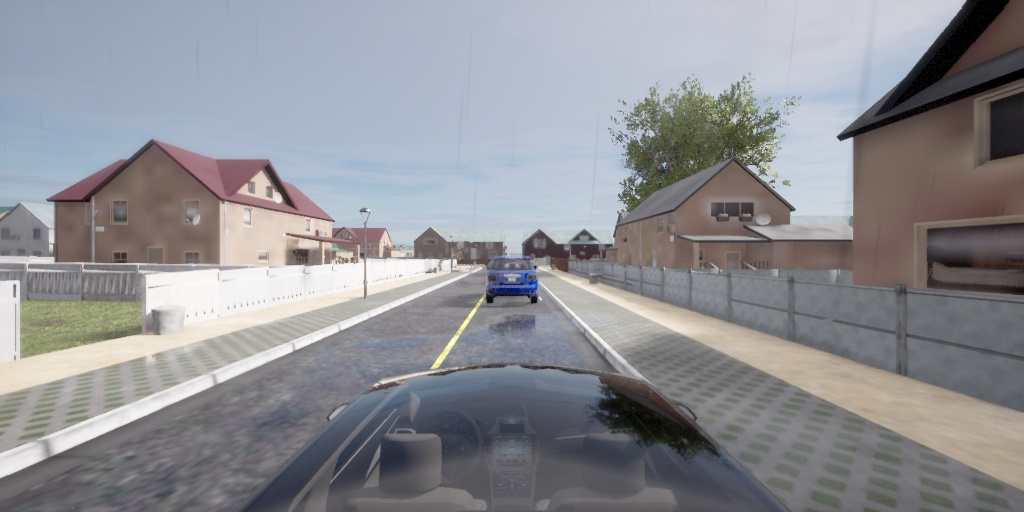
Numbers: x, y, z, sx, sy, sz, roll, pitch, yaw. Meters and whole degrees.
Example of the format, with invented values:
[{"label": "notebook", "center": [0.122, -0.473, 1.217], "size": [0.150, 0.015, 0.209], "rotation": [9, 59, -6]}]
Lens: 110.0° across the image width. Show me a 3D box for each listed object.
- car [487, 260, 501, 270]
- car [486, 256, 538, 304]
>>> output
[{"label": "car", "center": [-2.750, 1.344, 55.499], "size": [1.994, 1.385, 4.181], "rotation": [0, 0, 0]}, {"label": "car", "center": [0.000, 1.006, 16.529], "size": [2.150, 2.045, 5.566], "rotation": [0, 0, 0]}]
